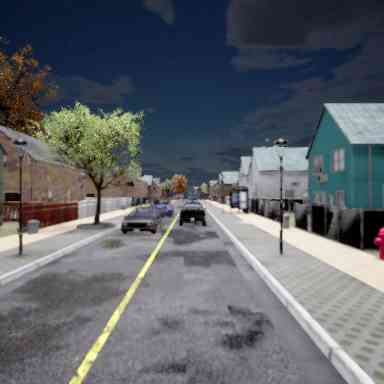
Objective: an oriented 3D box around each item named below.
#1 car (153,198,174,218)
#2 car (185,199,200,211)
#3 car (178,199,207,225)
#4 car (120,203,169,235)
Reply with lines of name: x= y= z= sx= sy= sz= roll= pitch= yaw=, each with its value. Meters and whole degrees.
car: x=-2.788 y=1.421 z=30.906 sx=2.097 sy=1.767 sz=4.553 roll=0 pitch=0 yaw=0
car: x=0.089 y=1.644 z=43.494 sx=1.812 sy=1.442 sz=4.674 roll=0 pitch=0 yaw=0
car: x=0.057 y=1.552 z=24.366 sx=1.837 sy=1.490 sz=4.892 roll=0 pitch=0 yaw=0
car: x=-2.778 y=1.579 z=19.500 sx=2.033 sy=1.411 sz=5.357 roll=0 pitch=0 yaw=1
